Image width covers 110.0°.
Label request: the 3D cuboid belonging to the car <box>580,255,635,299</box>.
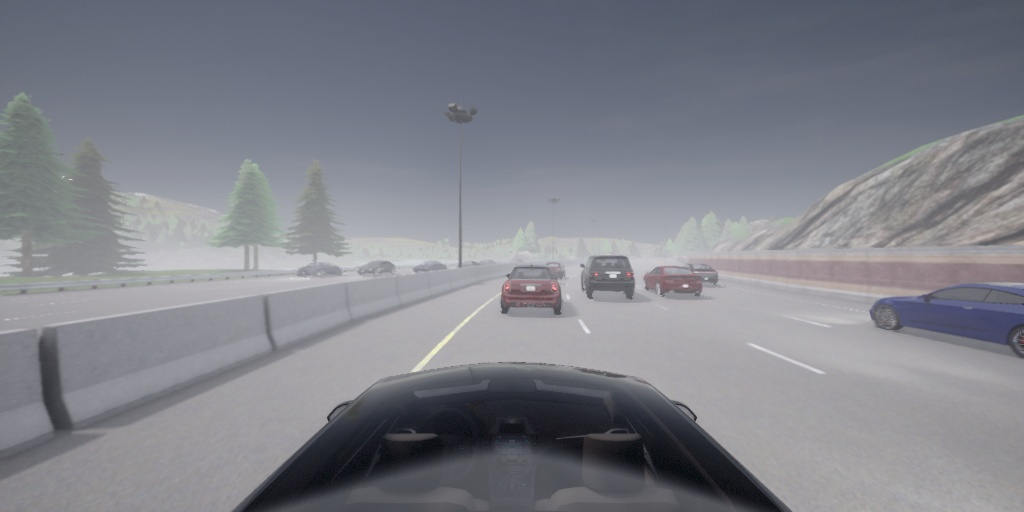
[{"bbox_3d":[4.783,0.979,18.451,2.150,2.045,5.566,0,0,7],"label":"car"}]

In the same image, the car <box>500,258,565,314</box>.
[{"bbox_3d":[0.811,1.099,14.044,2.097,1.767,4.553,0,0,5],"label":"car"}]

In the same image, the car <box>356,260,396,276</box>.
[{"bbox_3d":[-13.538,1.201,36.118,1.837,1.490,4.892,0,0,13],"label":"car"}]

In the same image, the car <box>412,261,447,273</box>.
[{"bbox_3d":[-9.054,1.255,39.930,2.033,1.411,5.357,0,0,14],"label":"car"}]

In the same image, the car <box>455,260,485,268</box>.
[{"bbox_3d":[-5.029,1.245,41.290,1.812,1.442,4.674,0,0,16],"label":"car"}]

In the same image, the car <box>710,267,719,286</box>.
[{"bbox_3d":[13.036,1.270,25.612,2.128,1.511,4.902,0,0,11],"label":"car"}]

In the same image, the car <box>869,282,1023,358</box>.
[{"bbox_3d":[10.864,1.305,8.058,1.812,1.442,4.674,0,0,3],"label":"car"}]

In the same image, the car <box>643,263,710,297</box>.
[{"bbox_3d":[8.435,1.245,19.235,1.882,1.535,5.008,0,0,7],"label":"car"}]

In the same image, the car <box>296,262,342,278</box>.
[{"bbox_3d":[-17.748,1.249,33.158,1.994,1.385,4.181,0,0,12],"label":"car"}]
